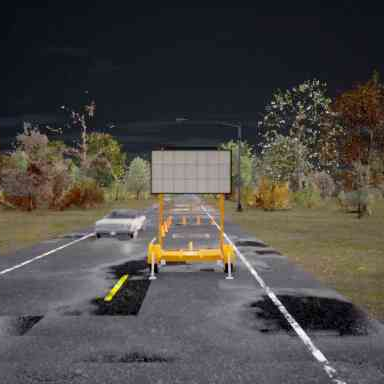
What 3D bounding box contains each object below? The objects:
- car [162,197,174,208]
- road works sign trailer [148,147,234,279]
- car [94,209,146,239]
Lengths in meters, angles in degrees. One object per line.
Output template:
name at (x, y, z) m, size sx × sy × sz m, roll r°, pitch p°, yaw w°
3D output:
car at (-3.625, 1.527, 48.247) m, size 1.812 × 1.442 × 4.674 m, roll 0°, pitch 0°, yaw 0°
road works sign trailer at (-0.026, 0.464, 9.993) m, size 2.380 × 3.560 × 2.880 m, roll 0°, pitch 0°, yaw 0°
car at (-3.646, 1.600, 17.571) m, size 1.895 × 1.301 × 4.718 m, roll 0°, pitch 0°, yaw 0°
